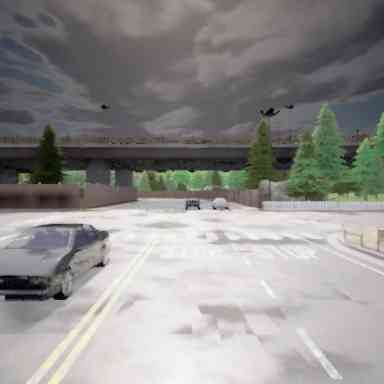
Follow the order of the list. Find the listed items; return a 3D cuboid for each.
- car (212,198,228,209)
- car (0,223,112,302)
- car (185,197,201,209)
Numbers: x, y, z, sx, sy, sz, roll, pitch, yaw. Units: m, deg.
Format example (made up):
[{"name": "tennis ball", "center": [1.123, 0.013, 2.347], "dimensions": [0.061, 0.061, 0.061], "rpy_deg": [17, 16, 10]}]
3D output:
[{"name": "car", "center": [3.596, 1.483, 43.337], "dimensions": [1.812, 1.442, 4.674], "rpy_deg": [0, 0, 0]}, {"name": "car", "center": [-3.504, 1.539, 8.666], "dimensions": [2.033, 1.411, 5.357], "rpy_deg": [0, 0, 0]}, {"name": "car", "center": [0.094, 1.461, 43.389], "dimensions": [1.837, 1.490, 4.892], "rpy_deg": [0, 0, 0]}]
